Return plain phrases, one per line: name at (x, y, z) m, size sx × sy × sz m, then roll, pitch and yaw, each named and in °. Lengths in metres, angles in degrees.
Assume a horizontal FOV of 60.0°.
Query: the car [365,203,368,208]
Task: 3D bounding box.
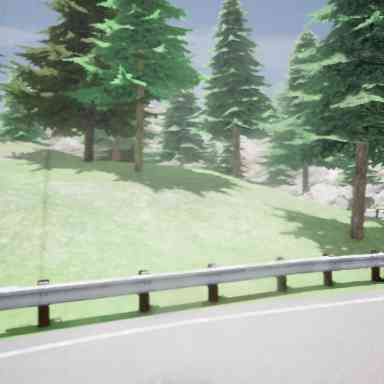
car at (14.978, 1.126, 32.703) m, size 2.097 × 1.767 × 4.553 m, roll 0°, pitch 0°, yaw -17°
